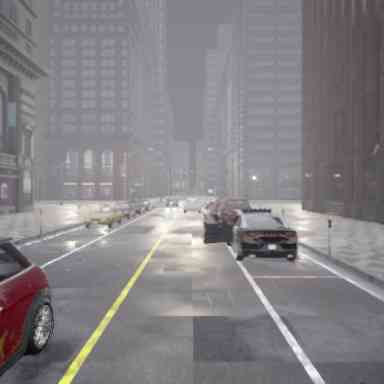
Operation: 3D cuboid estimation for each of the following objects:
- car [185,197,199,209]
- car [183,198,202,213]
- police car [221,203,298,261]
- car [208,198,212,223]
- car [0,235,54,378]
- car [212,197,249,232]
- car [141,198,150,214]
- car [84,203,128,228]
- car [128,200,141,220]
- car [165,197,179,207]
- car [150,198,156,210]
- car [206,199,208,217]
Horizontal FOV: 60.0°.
[{"bbox_3d":[0.006,1.531,47.296,1.812,1.442,4.674,0,0,0],"label":"car"},{"bbox_3d":[0.054,1.526,36.369,1.812,1.442,4.674,0,0,0],"label":"car"},{"bbox_3d":[2.368,1.421,12.405,1.930,1.638,5.238,0,0,0],"label":"police car"},{"bbox_3d":[2.761,1.312,27.950,2.192,1.841,5.009,0,0,0],"label":"car"},{"bbox_3d":[-3.101,1.351,3.031,2.097,1.767,4.553,0,0,0],"label":"car"},{"bbox_3d":[2.761,1.311,22.314,2.192,1.841,5.009,0,0,0],"label":"car"},{"bbox_3d":[-5.762,1.565,33.585,1.947,1.339,4.313,0,0,0],"label":"car"},{"bbox_3d":[-5.763,1.522,22.141,1.752,1.417,4.829,0,0,0],"label":"car"},{"bbox_3d":[-5.762,1.580,27.948,1.802,1.307,4.206,0,0,0],"label":"car"},{"bbox_3d":[-2.999,1.501,50.865,2.128,1.511,4.902,0,0,0],"label":"car"},{"bbox_3d":[-5.761,1.568,39.221,1.947,1.339,4.313,0,0,0],"label":"car"},{"bbox_3d":[2.763,1.565,33.586,1.947,1.339,4.313,0,0,0],"label":"car"}]
